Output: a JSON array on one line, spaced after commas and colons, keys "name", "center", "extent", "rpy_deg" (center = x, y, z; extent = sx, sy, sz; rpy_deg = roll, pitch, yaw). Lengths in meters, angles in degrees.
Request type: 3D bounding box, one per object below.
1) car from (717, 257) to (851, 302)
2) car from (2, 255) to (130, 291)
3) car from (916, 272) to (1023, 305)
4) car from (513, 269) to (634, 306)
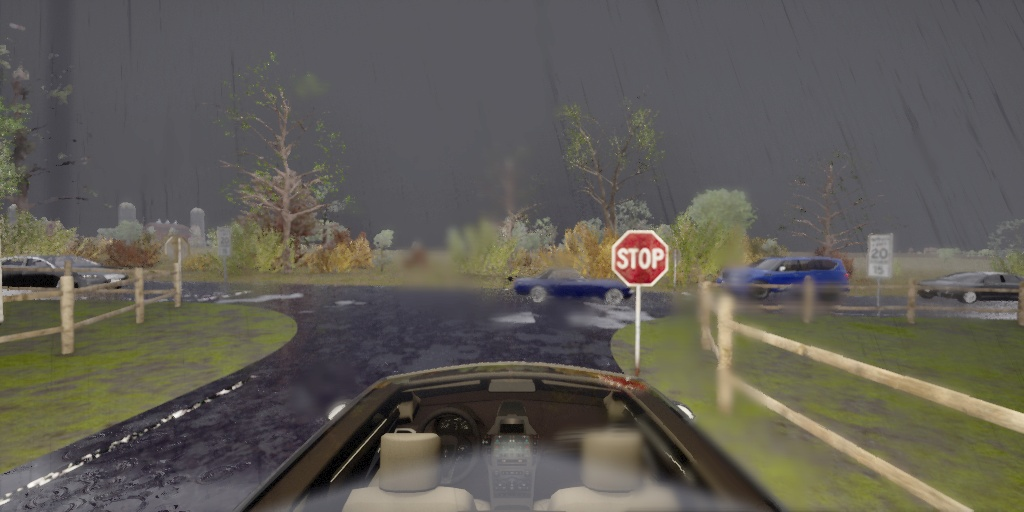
[{"name": "car", "center": [13.204, 1.049, 17.559], "extent": [5.566, 2.045, 2.150], "rpy_deg": [1, 1, 0]}, {"name": "car", "center": [-18.525, 0.714, 14.563], "extent": [4.902, 1.511, 2.128], "rpy_deg": [1, 1, 0]}, {"name": "car", "center": [22.823, 1.538, 17.583], "extent": [4.892, 1.490, 1.837], "rpy_deg": [1, 1, 0]}, {"name": "car", "center": [2.407, 1.211, 14.621], "extent": [4.718, 1.301, 1.895], "rpy_deg": [2, 0, 0]}]
